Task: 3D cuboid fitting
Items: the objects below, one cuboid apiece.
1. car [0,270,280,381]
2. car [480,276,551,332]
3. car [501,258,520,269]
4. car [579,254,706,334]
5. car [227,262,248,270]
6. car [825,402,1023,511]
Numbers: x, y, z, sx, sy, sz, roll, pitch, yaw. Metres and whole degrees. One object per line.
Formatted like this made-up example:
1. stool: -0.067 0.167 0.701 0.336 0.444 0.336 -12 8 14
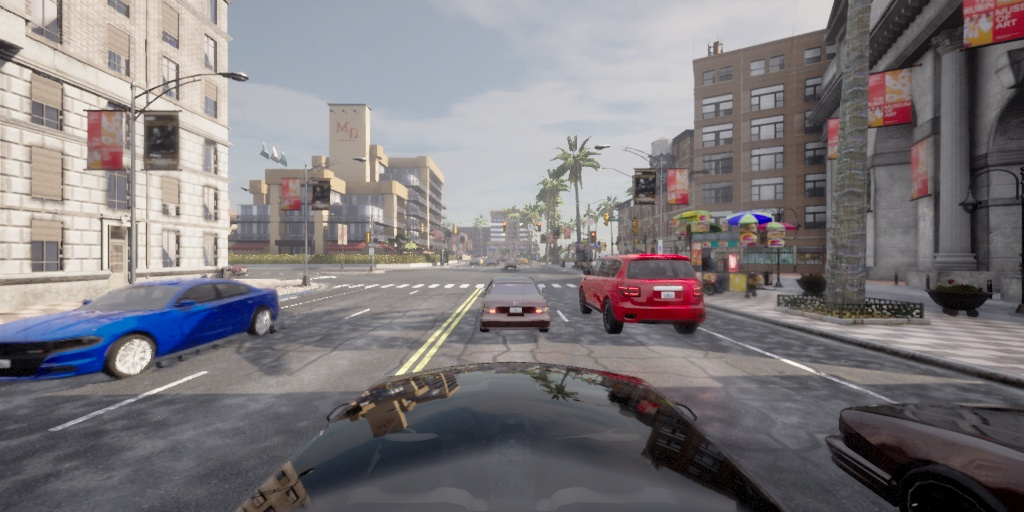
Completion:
1. car: -7.126 1.226 7.488 1.882 1.535 5.008 0 0 0
2. car: 0.018 1.296 10.799 2.033 1.411 5.357 0 0 -2
3. car: -0.257 1.288 55.810 2.033 1.411 5.357 0 0 0
4. car: 3.504 0.970 10.744 2.150 2.045 5.566 0 0 0
5. car: -29.442 1.270 36.371 4.674 1.442 1.812 0 0 -1
6. car: 3.534 1.298 0.492 2.033 1.411 5.357 0 0 1
